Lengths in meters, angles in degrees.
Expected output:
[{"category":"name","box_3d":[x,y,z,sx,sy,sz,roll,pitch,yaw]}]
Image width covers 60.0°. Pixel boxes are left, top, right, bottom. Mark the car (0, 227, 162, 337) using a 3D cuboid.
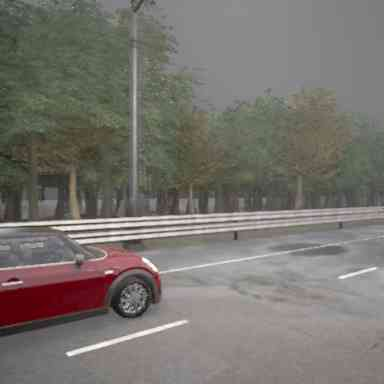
[{"category":"car","box_3d":[-2.793,1.423,6.013,4.553,1.767,2.097,0,-1,-37]}]
